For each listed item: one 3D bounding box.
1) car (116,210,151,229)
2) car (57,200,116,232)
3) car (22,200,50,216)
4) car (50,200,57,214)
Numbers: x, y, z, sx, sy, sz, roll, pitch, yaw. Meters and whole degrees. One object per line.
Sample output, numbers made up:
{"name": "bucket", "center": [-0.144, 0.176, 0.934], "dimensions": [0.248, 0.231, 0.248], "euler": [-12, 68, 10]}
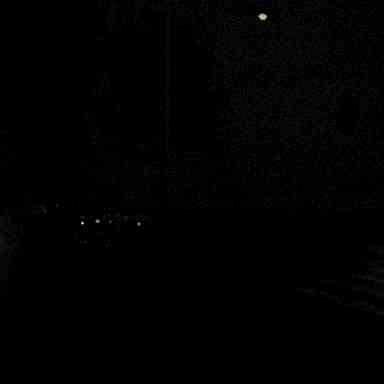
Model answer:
{"name": "car", "center": [-4.944, 1.967, 25.016], "dimensions": [1.895, 1.301, 4.718], "euler": [0, -1, -34]}
{"name": "car", "center": [-7.637, 1.593, 23.734], "dimensions": [2.150, 2.045, 5.566], "euler": [0, -1, -34]}
{"name": "car", "center": [-20.087, 2.022, 42.158], "dimensions": [2.150, 2.045, 5.566], "euler": [0, -1, -34]}
{"name": "car", "center": [-21.179, 2.167, 48.816], "dimensions": [2.150, 2.045, 5.566], "euler": [0, -1, -34]}
